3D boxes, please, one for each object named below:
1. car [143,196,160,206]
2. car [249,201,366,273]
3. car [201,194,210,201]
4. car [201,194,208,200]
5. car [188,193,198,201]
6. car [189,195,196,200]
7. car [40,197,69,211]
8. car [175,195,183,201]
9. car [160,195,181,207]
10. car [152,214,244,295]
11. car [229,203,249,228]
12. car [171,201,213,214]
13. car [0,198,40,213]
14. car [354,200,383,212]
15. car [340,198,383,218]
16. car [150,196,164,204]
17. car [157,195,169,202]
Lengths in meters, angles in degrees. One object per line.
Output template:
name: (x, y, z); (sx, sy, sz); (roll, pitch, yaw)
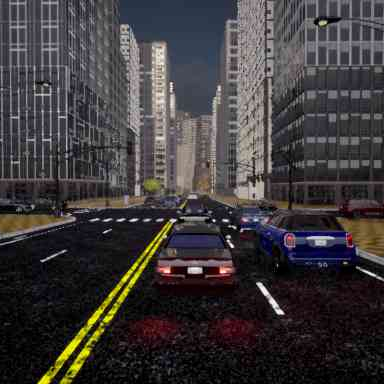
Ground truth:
car: (-6.470, 1.466, 52.383); (1.837, 1.490, 4.892); (0, 0, 0)
car: (3.374, 1.347, 10.828); (2.097, 1.767, 4.553); (0, 0, 0)
car: (3.445, 1.421, 82.516); (1.837, 1.490, 4.892); (0, 0, 0)
car: (3.470, 1.382, 92.534); (1.882, 1.535, 5.008); (0, 0, 0)
car: (0.196, 1.146, 82.695); (2.150, 2.045, 5.566); (0, 0, 0)
car: (0.220, 1.499, 93.031); (1.895, 1.301, 4.718); (0, 0, 0)
car: (-16.386, 1.321, 37.276); (4.892, 1.490, 1.837); (1, 1, 1)
car: (-3.062, 1.426, 79.515); (1.837, 1.490, 4.892); (0, 0, 0)
car: (-3.202, 1.315, 50.541); (2.097, 1.767, 4.553); (0, 0, -1)
car: (0.113, 1.543, 8.860); (2.033, 1.411, 5.357); (0, 0, 1)
car: (3.398, 1.536, 20.213); (2.033, 1.411, 5.357); (0, 0, 0)
car: (0.144, 1.481, 18.605); (2.128, 1.511, 4.902); (0, 0, 0)
car: (-18.748, 1.339, 34.126); (4.902, 1.511, 2.128); (1, 1, 1)
car: (21.902, 1.641, 39.154); (4.829, 1.417, 1.752); (1, 0, 1)
car: (16.273, 1.517, 30.880); (5.009, 1.841, 2.192); (1, 0, 1)
car: (-6.413, 1.497, 62.262); (2.033, 1.411, 5.357); (0, 0, 0)
car: (-6.329, 1.475, 72.933); (2.033, 1.411, 5.357); (0, 0, 0)
